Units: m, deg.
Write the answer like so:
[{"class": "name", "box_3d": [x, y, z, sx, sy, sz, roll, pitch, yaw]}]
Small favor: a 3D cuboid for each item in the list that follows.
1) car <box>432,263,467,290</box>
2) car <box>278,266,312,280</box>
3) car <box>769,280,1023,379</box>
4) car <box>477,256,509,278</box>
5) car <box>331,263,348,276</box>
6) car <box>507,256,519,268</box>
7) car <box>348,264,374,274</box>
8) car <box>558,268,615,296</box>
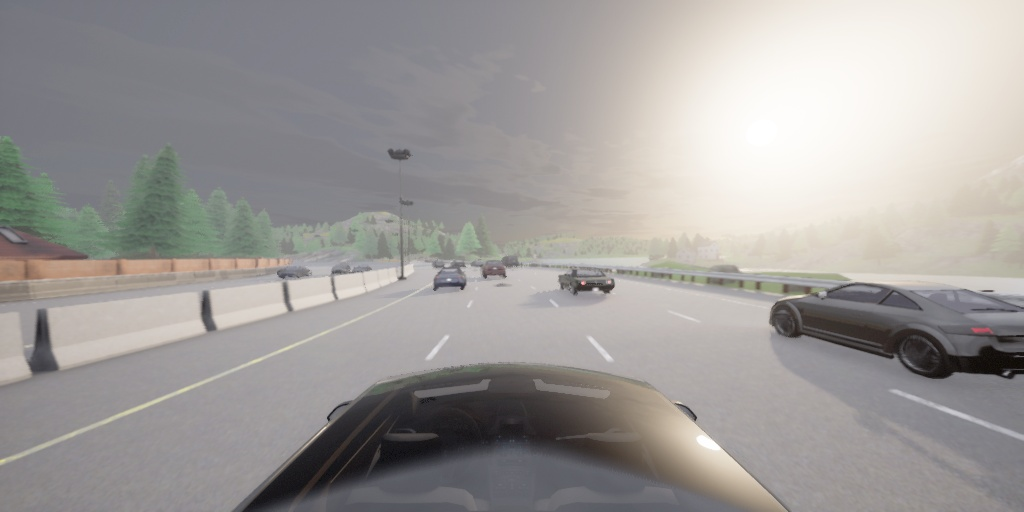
[{"class": "car", "box_3d": [-3.992, 1.403, 23.541, 1.994, 1.385, 4.181, -1, 0, -6]}, {"class": "car", "box_3d": [-24.472, 1.844, 40.707, 2.033, 1.411, 5.357, -1, 0, -12]}, {"class": "car", "box_3d": [7.178, 1.154, 6.911, 1.994, 1.385, 4.181, -1, 0, 0]}, {"class": "car", "box_3d": [-1.878, 1.144, 34.645, 2.097, 1.767, 4.553, -1, 0, -9]}, {"class": "car", "box_3d": [-22.582, 1.759, 47.644, 1.837, 1.490, 4.892, -1, 0, -14]}, {"class": "car", "box_3d": [-0.531, 0.985, 61.262, 2.150, 2.045, 5.566, -1, 0, -19]}, {"class": "car", "box_3d": [-17.854, 1.713, 43.013, 1.994, 1.385, 4.181, -1, 0, -12]}, {"class": "car", "box_3d": [3.727, 1.268, 18.886, 1.895, 1.301, 4.718, -1, 0, -4]}]
